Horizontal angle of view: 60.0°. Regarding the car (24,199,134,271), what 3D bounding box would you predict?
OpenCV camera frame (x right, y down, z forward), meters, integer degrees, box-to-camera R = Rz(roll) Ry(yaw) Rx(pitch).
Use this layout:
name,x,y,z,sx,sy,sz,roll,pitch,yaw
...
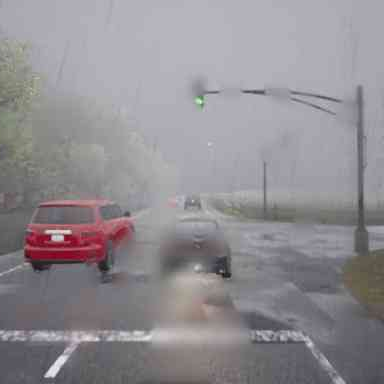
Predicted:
name,x,y,z,sx,sy,sz,roll,pitch,yaw
car,-3.398,1.251,11.103,2.150,2.045,5.566,0,0,0

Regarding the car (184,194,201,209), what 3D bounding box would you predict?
name,x,y,z,sx,sy,sz,roll,pitch,yaw
car,0.110,1.327,47.017,2.150,2.045,5.566,0,0,0

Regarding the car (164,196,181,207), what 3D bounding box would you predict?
name,x,y,z,sx,sy,sz,roll,pitch,yaw
car,-3.388,1.472,54.225,2.097,1.767,4.553,0,0,0

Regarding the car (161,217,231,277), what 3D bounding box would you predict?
name,x,y,z,sx,sy,sz,roll,pitch,yaw
car,0.103,1.532,10.302,1.837,1.490,4.892,0,0,0
